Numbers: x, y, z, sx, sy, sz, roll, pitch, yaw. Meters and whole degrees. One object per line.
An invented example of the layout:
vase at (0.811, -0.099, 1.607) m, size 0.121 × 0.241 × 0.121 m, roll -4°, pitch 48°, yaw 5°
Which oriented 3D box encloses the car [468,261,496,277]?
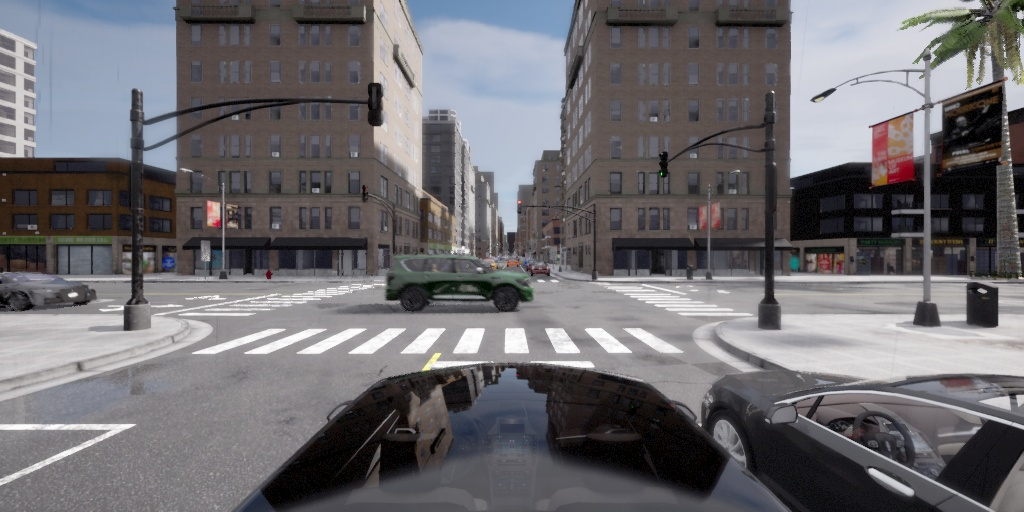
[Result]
car at (-2.997, 1.300, 36.608) m, size 2.033 × 1.411 × 5.357 m, roll 0°, pitch 0°, yaw 4°

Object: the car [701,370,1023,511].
car at (2.668, 1.300, 1.749) m, size 2.007 × 1.370 × 4.403 m, roll 0°, pitch 0°, yaw 0°

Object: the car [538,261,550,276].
car at (2.743, 1.192, 36.399) m, size 1.967 × 1.591 × 4.097 m, roll 0°, pitch 0°, yaw 0°

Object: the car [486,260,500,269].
car at (-2.968, 1.354, 56.228) m, size 1.895 × 1.301 × 4.718 m, roll 0°, pitch 0°, yaw 0°

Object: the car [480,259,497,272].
car at (-3.001, 1.231, 46.309) m, size 1.882 × 1.535 × 5.008 m, roll 0°, pitch 0°, yaw 0°

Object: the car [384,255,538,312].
car at (-1.968, 0.972, 13.686) m, size 5.566 × 2.045 × 2.150 m, roll 0°, pitch 0°, yaw 0°

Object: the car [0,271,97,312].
car at (-18.622, 1.290, 13.567) m, size 4.181 × 1.385 × 1.994 m, roll 0°, pitch 0°, yaw 0°
